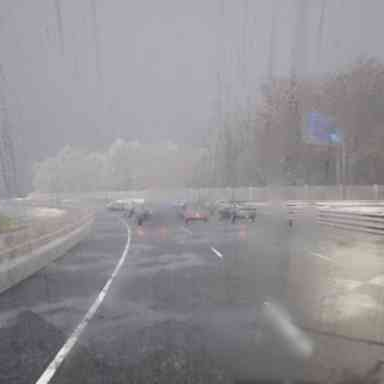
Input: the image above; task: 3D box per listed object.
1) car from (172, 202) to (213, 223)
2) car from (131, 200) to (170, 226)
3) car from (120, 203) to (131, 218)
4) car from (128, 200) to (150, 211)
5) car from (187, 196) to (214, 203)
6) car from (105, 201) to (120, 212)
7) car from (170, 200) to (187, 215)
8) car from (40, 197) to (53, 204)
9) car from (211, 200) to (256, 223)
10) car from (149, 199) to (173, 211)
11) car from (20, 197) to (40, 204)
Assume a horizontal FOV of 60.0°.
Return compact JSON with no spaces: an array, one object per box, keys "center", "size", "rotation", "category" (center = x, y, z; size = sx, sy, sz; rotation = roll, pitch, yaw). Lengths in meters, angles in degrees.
[{"center":[-0.056,1.758,27.354],"size":[1.994,1.385,4.181],"rotation":[0,0,-14],"category":"car"},{"center":[-3.343,1.565,26.038],"size":[2.097,1.767,4.553],"rotation":[0,0,-14],"category":"car"},{"center":[-5.864,1.797,34.357],"size":[1.837,1.490,4.892],"rotation":[0,0,-21],"category":"car"},{"center":[-7.695,1.927,47.735],"size":[1.812,1.442,4.674],"rotation":[0,0,-26],"category":"car"},{"center":[0.714,1.476,36.753],"size":[2.150,2.045,5.566],"rotation":[0,0,-21],"category":"car"},{"center":[-10.735,1.979,45.995],"size":[1.994,1.385,4.181],"rotation":[0,0,-26],"category":"car"},{"center":[-2.592,1.751,35.590],"size":[1.882,1.535,5.008],"rotation":[0,0,-21],"category":"car"},{"center":[-39.092,2.105,86.441],"size":[4.553,1.767,2.097],"rotation":[-1,0,35],"category":"car"},{"center":[3.559,1.656,27.321],"size":[2.128,1.511,4.902],"rotation":[0,0,-14],"category":"car"},{"center":[-4.671,1.866,49.507],"size":[1.882,1.535,5.008],"rotation":[0,0,-26],"category":"car"},{"center":[-41.270,2.227,83.700],"size":[5.008,1.535,1.882],"rotation":[-1,0,35],"category":"car"}]
